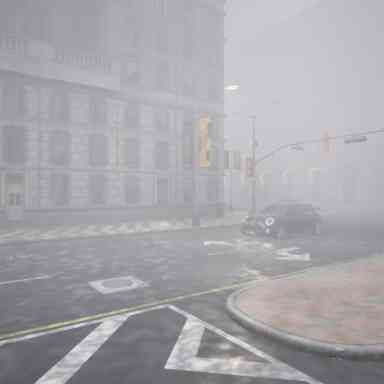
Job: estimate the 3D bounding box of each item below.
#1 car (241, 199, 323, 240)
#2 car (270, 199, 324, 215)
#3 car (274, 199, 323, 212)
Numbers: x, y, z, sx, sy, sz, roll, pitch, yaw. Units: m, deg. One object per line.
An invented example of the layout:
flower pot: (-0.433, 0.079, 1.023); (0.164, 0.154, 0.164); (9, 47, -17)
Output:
car: (4.643, 1.353, 17.081); (4.553, 1.767, 2.097); (0, 0, -36)
car: (11.041, 1.547, 35.366); (2.033, 1.411, 5.357); (0, 0, -36)
car: (12.463, 1.547, 39.394); (2.033, 1.411, 5.357); (0, 0, -36)
